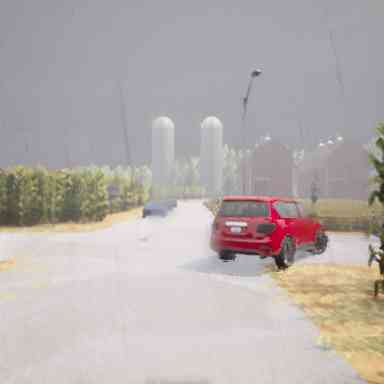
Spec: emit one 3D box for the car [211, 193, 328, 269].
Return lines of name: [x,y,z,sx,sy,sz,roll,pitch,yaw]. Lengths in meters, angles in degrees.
car: [2.780,1.234,11.325,2.150,2.045,5.566,-1,-3,36]

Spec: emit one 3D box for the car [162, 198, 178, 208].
car: [-3.171,1.587,49.865,2.033,1.411,5.357,0,0,0]

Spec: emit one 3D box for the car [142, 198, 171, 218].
car: [-3.195,1.453,29.429,1.882,1.535,5.008,0,0,0]

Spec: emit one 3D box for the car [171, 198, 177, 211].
car: [-3.190,1.622,39.477,1.895,1.301,4.718,0,0,0]
